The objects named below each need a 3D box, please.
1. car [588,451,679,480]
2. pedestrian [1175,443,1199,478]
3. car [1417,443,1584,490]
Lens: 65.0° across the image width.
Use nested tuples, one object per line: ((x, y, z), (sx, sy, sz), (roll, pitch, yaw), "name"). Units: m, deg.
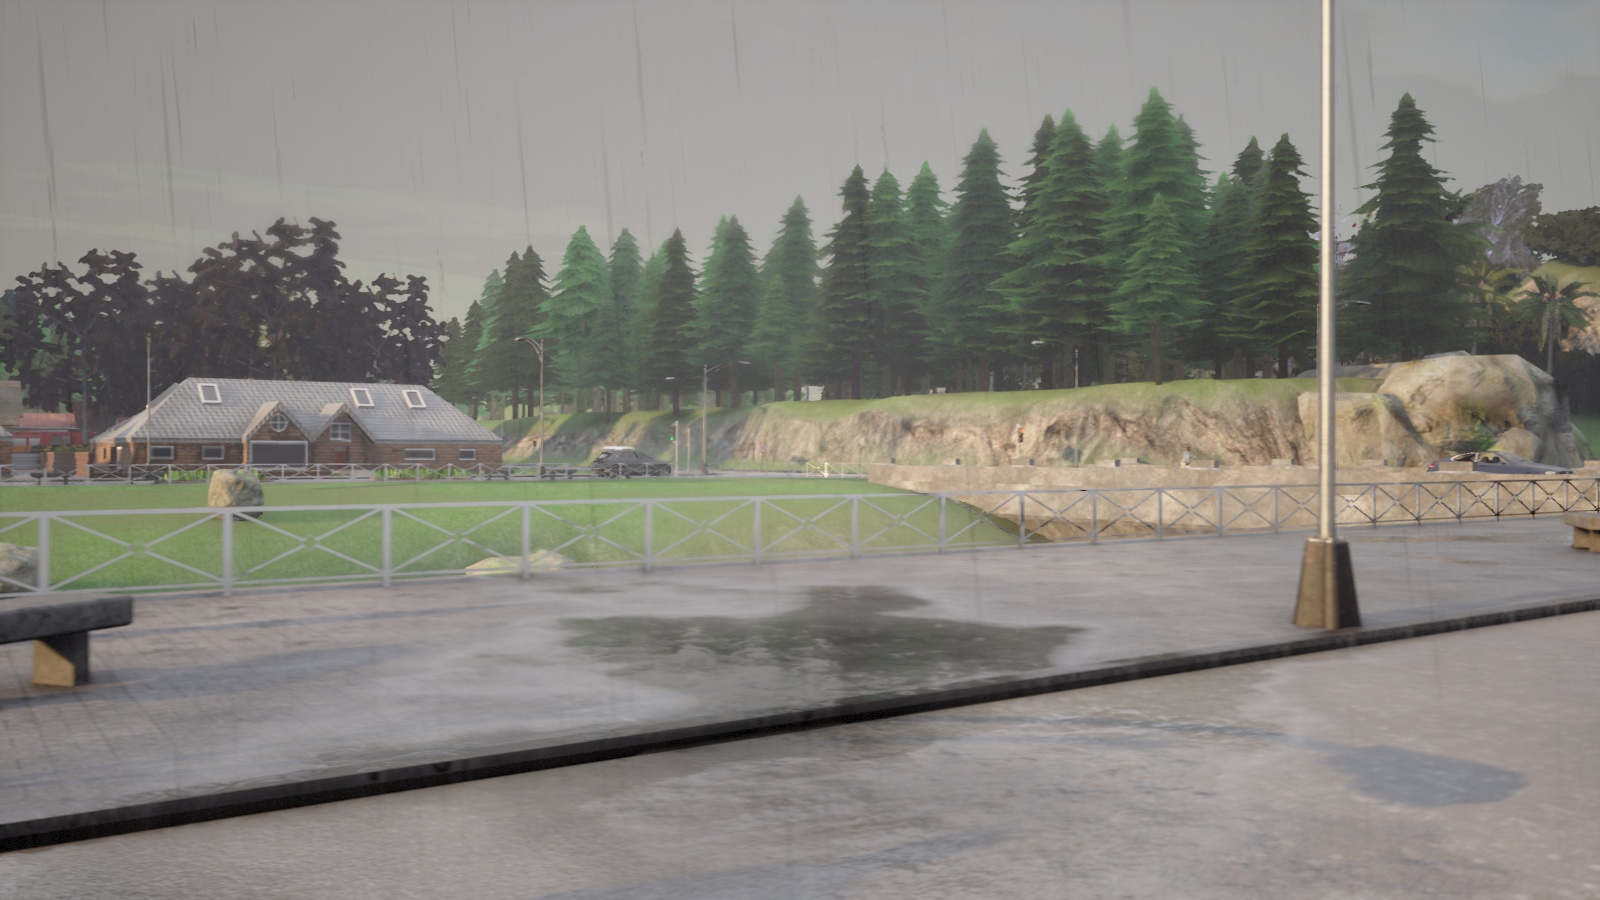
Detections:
((-9.610, 0.873, 72.693), (4.856, 1.649, 2.033), (0, 0, -35), "car")
((20.960, 0.577, 68.013), (0.874, 1.855, 0.900), (0, 0, -34), "pedestrian")
((26.058, 0.583, 46.885), (2.152, 1.651, 5.027), (0, 0, -35), "car")
